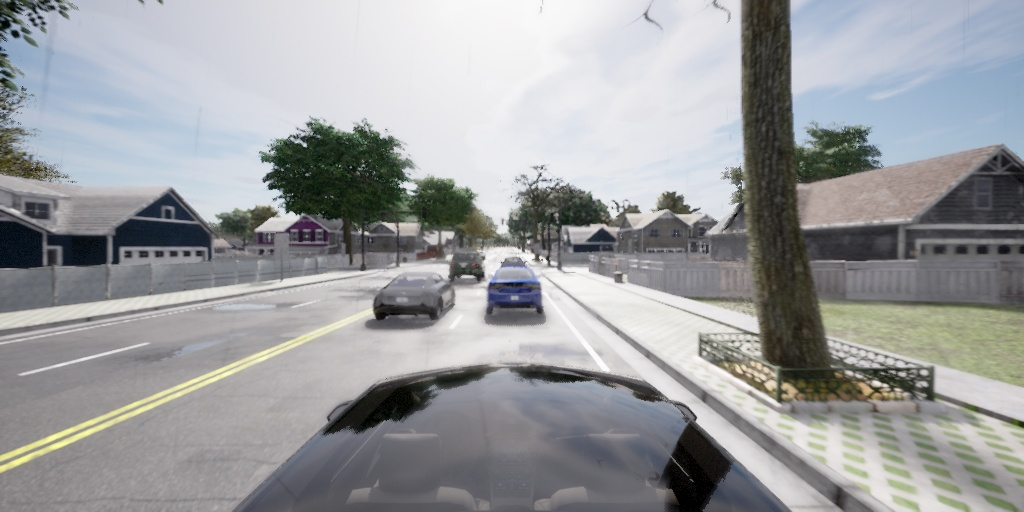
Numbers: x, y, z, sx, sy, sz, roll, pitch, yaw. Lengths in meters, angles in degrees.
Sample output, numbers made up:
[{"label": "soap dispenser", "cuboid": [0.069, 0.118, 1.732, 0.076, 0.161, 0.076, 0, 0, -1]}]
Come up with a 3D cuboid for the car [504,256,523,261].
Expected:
[{"label": "car", "cuboid": [0.097, 0.788, 28.519, 2.097, 1.767, 4.553, 0, 1, 0]}]

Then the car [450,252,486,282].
[{"label": "car", "cuboid": [-3.154, 0.697, 26.033, 2.150, 2.045, 5.566, 0, 1, 0]}]

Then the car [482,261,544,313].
[{"label": "car", "cuboid": [0.093, 1.122, 13.494, 1.882, 1.535, 5.008, 0, 0, 0]}]

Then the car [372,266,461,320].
[{"label": "car", "cuboid": [-3.152, 1.220, 12.312, 1.994, 1.385, 4.181, 0, 0, 0]}]
